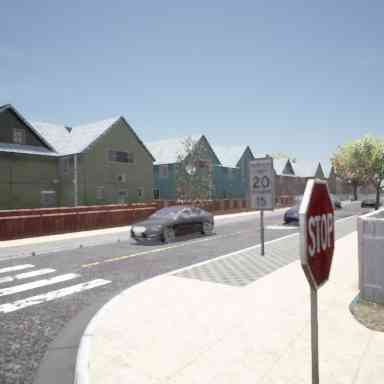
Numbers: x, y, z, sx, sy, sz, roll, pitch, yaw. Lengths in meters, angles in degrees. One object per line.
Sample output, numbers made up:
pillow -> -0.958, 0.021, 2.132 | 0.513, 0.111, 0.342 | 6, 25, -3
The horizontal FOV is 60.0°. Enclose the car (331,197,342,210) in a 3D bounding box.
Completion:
car -> 15.400, 1.270, 37.339 | 2.128, 1.511, 4.902 | -2, -1, 37

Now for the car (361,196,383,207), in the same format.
car -> 23.248, 1.220, 42.952 | 1.994, 1.385, 4.181 | -2, -1, 37

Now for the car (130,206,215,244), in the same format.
car -> -0.786, 1.463, 15.810 | 2.128, 1.511, 4.902 | -2, -1, 37

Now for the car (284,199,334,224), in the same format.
car -> 7.725, 1.378, 22.245 | 1.994, 1.385, 4.181 | -2, -1, 37
